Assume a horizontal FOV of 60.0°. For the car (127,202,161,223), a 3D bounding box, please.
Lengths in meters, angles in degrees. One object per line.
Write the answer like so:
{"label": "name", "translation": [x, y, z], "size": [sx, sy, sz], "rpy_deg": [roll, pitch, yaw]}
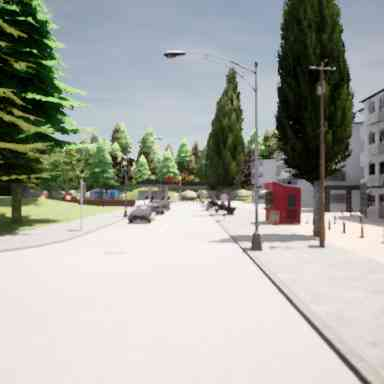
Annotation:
{"label": "car", "translation": [-4.101, 1.803, 28.143], "size": [2.033, 1.411, 5.357], "rpy_deg": [0, -1, 0]}

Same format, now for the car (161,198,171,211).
{"label": "car", "translation": [-4.043, 1.940, 48.073], "size": [1.837, 1.490, 4.892], "rpy_deg": [0, -1, 1]}

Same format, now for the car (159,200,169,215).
{"label": "car", "translation": [-4.088, 1.909, 38.080], "size": [1.994, 1.385, 4.181], "rpy_deg": [0, -1, 0]}
